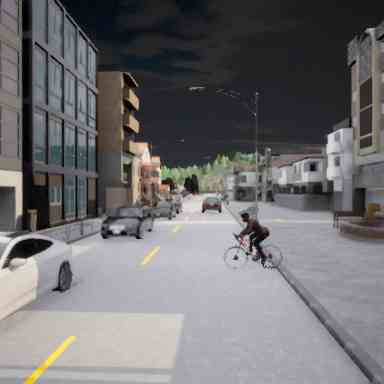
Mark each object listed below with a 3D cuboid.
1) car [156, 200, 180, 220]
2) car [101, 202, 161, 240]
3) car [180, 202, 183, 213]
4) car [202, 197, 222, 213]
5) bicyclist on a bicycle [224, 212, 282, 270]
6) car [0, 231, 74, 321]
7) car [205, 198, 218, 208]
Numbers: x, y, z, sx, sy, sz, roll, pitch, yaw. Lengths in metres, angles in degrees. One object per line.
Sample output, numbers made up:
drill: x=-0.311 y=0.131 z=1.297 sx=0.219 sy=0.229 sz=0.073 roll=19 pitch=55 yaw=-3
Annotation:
car: x=-2.423 y=1.492 z=27.750 sx=1.837 sy=1.490 sz=4.892 roll=0 pitch=0 yaw=3
car: x=-3.167 y=1.482 z=17.077 sx=2.128 sy=1.511 sz=4.902 roll=0 pitch=0 yaw=4
car: x=-2.032 y=1.530 z=34.849 sx=2.033 sy=1.411 sz=5.357 roll=0 pitch=0 yaw=4
car: x=2.245 y=1.333 z=37.473 sx=2.097 sy=1.767 sz=4.553 roll=0 pitch=0 yaw=4
bicyclist on a bicycle: x=1.713 y=1.404 z=9.467 sx=1.656 sy=1.620 sz=0.582 roll=-3 pitch=0 yaw=3
car: x=-3.808 y=1.522 z=6.228 sx=1.812 sy=1.442 sz=4.674 roll=0 pitch=0 yaw=3
car: x=2.950 y=1.577 z=49.423 sx=1.895 sy=1.301 sz=4.718 roll=0 pitch=0 yaw=4
